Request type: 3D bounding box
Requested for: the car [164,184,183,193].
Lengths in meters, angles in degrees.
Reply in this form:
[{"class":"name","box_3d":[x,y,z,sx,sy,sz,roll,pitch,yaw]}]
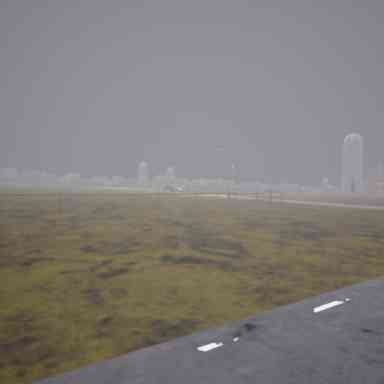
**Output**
[{"class":"car","box_3d":[-3.484,-0.720,60.783,2.128,1.511,4.902,1,2,-36]}]
